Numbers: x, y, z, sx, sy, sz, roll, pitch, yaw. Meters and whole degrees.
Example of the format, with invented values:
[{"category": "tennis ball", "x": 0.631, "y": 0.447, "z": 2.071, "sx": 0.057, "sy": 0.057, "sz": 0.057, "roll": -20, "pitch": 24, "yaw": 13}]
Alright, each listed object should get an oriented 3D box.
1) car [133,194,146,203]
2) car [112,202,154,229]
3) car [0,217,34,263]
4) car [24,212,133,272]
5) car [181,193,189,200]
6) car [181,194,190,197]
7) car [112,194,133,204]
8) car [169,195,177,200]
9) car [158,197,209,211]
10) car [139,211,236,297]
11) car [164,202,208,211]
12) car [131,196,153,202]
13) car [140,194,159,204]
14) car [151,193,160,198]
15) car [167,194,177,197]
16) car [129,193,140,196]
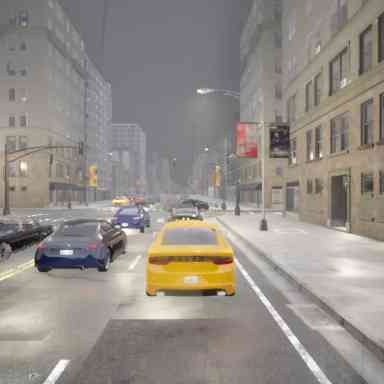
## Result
[{"category": "car", "x": -11.224, "y": 1.384, "z": 71.127, "sx": 2.097, "sy": 1.767, "sz": 4.553, "roll": 0, "pitch": 0, "yaw": -1}, {"category": "car", "x": -3.535, "y": 1.532, "z": 19.538, "sx": 1.812, "sy": 1.442, "sz": 4.674, "roll": 0, "pitch": 0, "yaw": -1}, {"category": "car", "x": -6.851, "y": 1.604, "z": 12.041, "sx": 1.895, "sy": 1.301, "sz": 4.718, "roll": 0, "pitch": 0, "yaw": -2}, {"category": "car", "x": -3.356, "y": 1.567, "z": 10.796, "sx": 1.994, "sy": 1.385, "sz": 4.181, "roll": 0, "pitch": 0, "yaw": -1}, {"category": "car", "x": -1.885, "y": 1.254, "z": 90.700, "sx": 2.097, "sy": 1.767, "sz": 4.553, "roll": 0, "pitch": 0, "yaw": -1}, {"category": "car", "x": -1.673, "y": 1.382, "z": 80.700, "sx": 2.097, "sy": 1.767, "sz": 4.553, "roll": 0, "pitch": 0, "yaw": -1}, {"category": "car", "x": -10.897, "y": 1.501, "z": 51.203, "sx": 1.882, "sy": 1.535, "sz": 5.008, "roll": 0, "pitch": 0, "yaw": -1}, {"category": "car", "x": -5.135, "y": 1.439, "z": 90.662, "sx": 2.033, "sy": 1.411, "sz": 5.357, "roll": 0, "pitch": 0, "yaw": -1}, {"category": "car", "x": -0.650, "y": 1.517, "z": 34.902, "sx": 4.892, "sy": 1.490, "sz": 1.837, "roll": 0, "pitch": -1, "yaw": -22}, {"category": "car", "x": -0.054, "y": 1.480, "z": 8.658, "sx": 1.882, "sy": 1.535, "sz": 5.008, "roll": 0, "pitch": 0, "yaw": -1}, {"category": "car", "x": -0.354, "y": 1.510, "z": 18.139, "sx": 1.837, "sy": 1.490, "sz": 4.892, "roll": 0, "pitch": 0, "yaw": -1}, {"category": "car", "x": -7.644, "y": 1.624, "z": 51.165, "sx": 1.895, "sy": 1.301, "sz": 4.718, "roll": 0, "pitch": 0, "yaw": -1}, {"category": "car", "x": -7.813, "y": 1.574, "z": 60.808, "sx": 2.033, "sy": 1.411, "sz": 5.357, "roll": 0, "pitch": 0, "yaw": -1}, {"category": "car", "x": -7.977, "y": 1.255, "z": 71.283, "sx": 2.150, "sy": 2.045, "sz": 5.566, "roll": 0, "pitch": 0, "yaw": -1}, {"category": "car", "x": -4.923, "y": 1.382, "z": 80.631, "sx": 2.097, "sy": 1.767, "sz": 4.553, "roll": 0, "pitch": 0, "yaw": -1}, {"category": "car", "x": -11.072, "y": 1.249, "z": 61.138, "sx": 2.150, "sy": 2.045, "sz": 5.566, "roll": 0, "pitch": 0, "yaw": -1}]
